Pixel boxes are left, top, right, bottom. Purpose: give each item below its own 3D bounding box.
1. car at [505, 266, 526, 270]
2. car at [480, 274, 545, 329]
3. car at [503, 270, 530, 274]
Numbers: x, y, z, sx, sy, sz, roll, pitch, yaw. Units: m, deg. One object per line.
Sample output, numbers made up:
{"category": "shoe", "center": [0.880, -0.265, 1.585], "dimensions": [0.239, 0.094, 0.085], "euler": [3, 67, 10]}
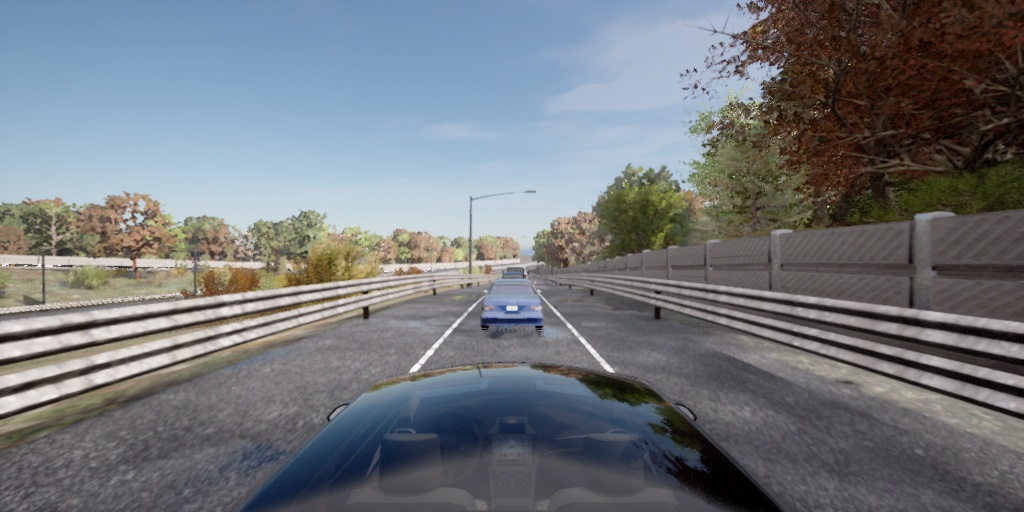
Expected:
{"category": "car", "center": [0.364, 1.952, 31.725], "dimensions": [2.150, 2.045, 5.566], "euler": [0, -4, 2]}
{"category": "car", "center": [0.005, 1.446, 11.719], "dimensions": [2.033, 1.411, 5.357], "euler": [0, -1, 0]}
{"category": "car", "center": [0.107, 1.756, 22.185], "dimensions": [1.837, 1.490, 4.892], "euler": [0, -3, 1]}
